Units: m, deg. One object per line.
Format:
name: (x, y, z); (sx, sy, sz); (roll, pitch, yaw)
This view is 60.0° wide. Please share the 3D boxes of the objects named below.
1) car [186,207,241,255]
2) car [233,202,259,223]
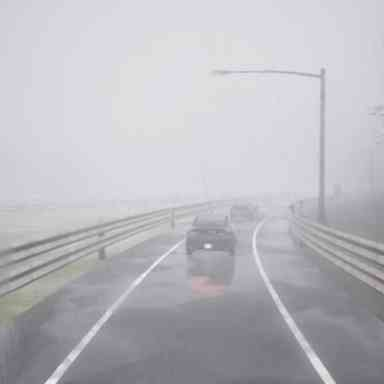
car: (0.944, 1.621, 13.911); (1.837, 1.490, 4.892); (0, 0, 9)
car: (4.491, 1.561, 28.131); (2.128, 1.511, 4.902); (1, 1, 19)
